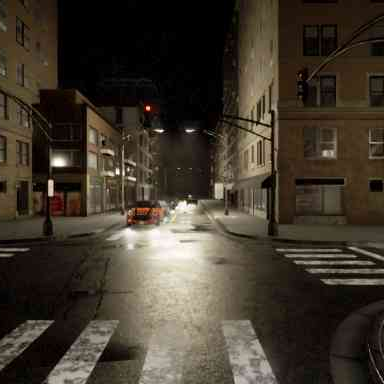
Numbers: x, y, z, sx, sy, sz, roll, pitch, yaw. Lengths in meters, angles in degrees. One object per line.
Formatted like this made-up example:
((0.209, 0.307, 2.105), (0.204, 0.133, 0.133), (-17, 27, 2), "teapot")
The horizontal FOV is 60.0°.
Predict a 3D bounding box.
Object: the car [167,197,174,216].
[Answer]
((-3.159, 1.531, 32.488), (2.033, 1.411, 5.357), (0, 0, 0), "car")

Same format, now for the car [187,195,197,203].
((-0.035, 1.443, 69.672), (2.128, 1.511, 4.902), (0, 0, 0), "car")

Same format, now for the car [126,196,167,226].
((-3.140, 1.343, 23.033), (2.097, 1.767, 4.553), (0, 0, 0), "car")

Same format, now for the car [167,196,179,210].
((-3.171, 1.327, 42.273), (2.097, 1.767, 4.553), (0, 0, 0), "car")

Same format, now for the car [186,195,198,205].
((-0.006, 1.453, 55.856), (2.128, 1.511, 4.902), (0, 0, 0), "car")

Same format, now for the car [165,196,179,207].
((-3.158, 1.444, 52.629), (1.882, 1.535, 5.008), (0, 0, 0), "car")
